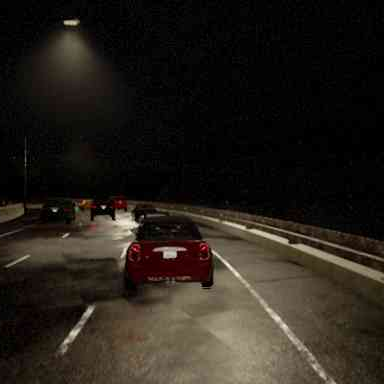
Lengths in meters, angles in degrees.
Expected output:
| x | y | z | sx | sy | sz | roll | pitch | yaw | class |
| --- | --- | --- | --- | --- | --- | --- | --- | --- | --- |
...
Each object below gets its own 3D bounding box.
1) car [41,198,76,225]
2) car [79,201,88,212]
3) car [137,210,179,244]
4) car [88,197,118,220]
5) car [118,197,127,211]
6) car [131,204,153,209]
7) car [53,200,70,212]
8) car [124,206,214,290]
| x | y | z | sx | sy | sz | roll | pitch | yaw | class |
| --- | --- | --- | --- | --- | --- | --- | --- | --- | --- |
| -10.929 | 1.506 | 27.371 | 2.150 | 2.045 | 5.566 | 0 | 0 | -15 | car |
| -15.146 | 1.969 | 48.057 | 1.882 | 1.535 | 5.008 | 0 | -1 | -27 | car |
| -1.790 | 1.743 | 17.772 | 1.994 | 1.385 | 4.181 | 0 | -1 | -5 | car |
| -8.711 | 1.549 | 32.250 | 2.150 | 2.045 | 5.566 | 0 | -1 | -17 | car |
| -10.908 | 1.693 | 47.476 | 2.150 | 2.045 | 5.566 | 0 | -2 | -27 | car |
| -4.221 | 1.801 | 29.239 | 1.837 | 1.490 | 4.892 | 0 | 0 | -15 | car |
| -18.399 | 1.980 | 46.705 | 1.837 | 1.490 | 4.892 | 0 | -3 | -26 | car |
| -0.696 | 1.449 | 9.589 | 2.097 | 1.767 | 4.553 | 0 | -1 | -5 | car |
